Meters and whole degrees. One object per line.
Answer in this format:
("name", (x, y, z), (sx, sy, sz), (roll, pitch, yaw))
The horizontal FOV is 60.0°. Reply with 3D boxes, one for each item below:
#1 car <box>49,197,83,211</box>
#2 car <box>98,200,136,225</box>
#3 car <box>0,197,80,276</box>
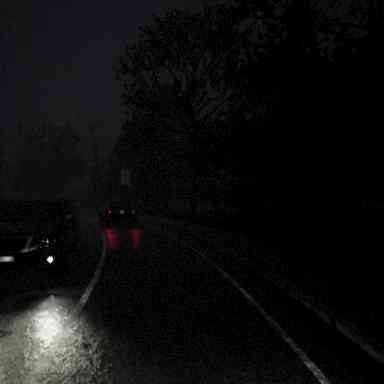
("car", (-15.043, 1.371, 39.567), (2.033, 1.411, 5.357), (4, -2, -40))
("car", (-5.467, 1.353, 23.940), (2.097, 1.767, 4.553), (2, -1, -23))
("car", (-4.895, 1.193, 10.437), (2.150, 2.045, 5.566), (1, 0, -13))
